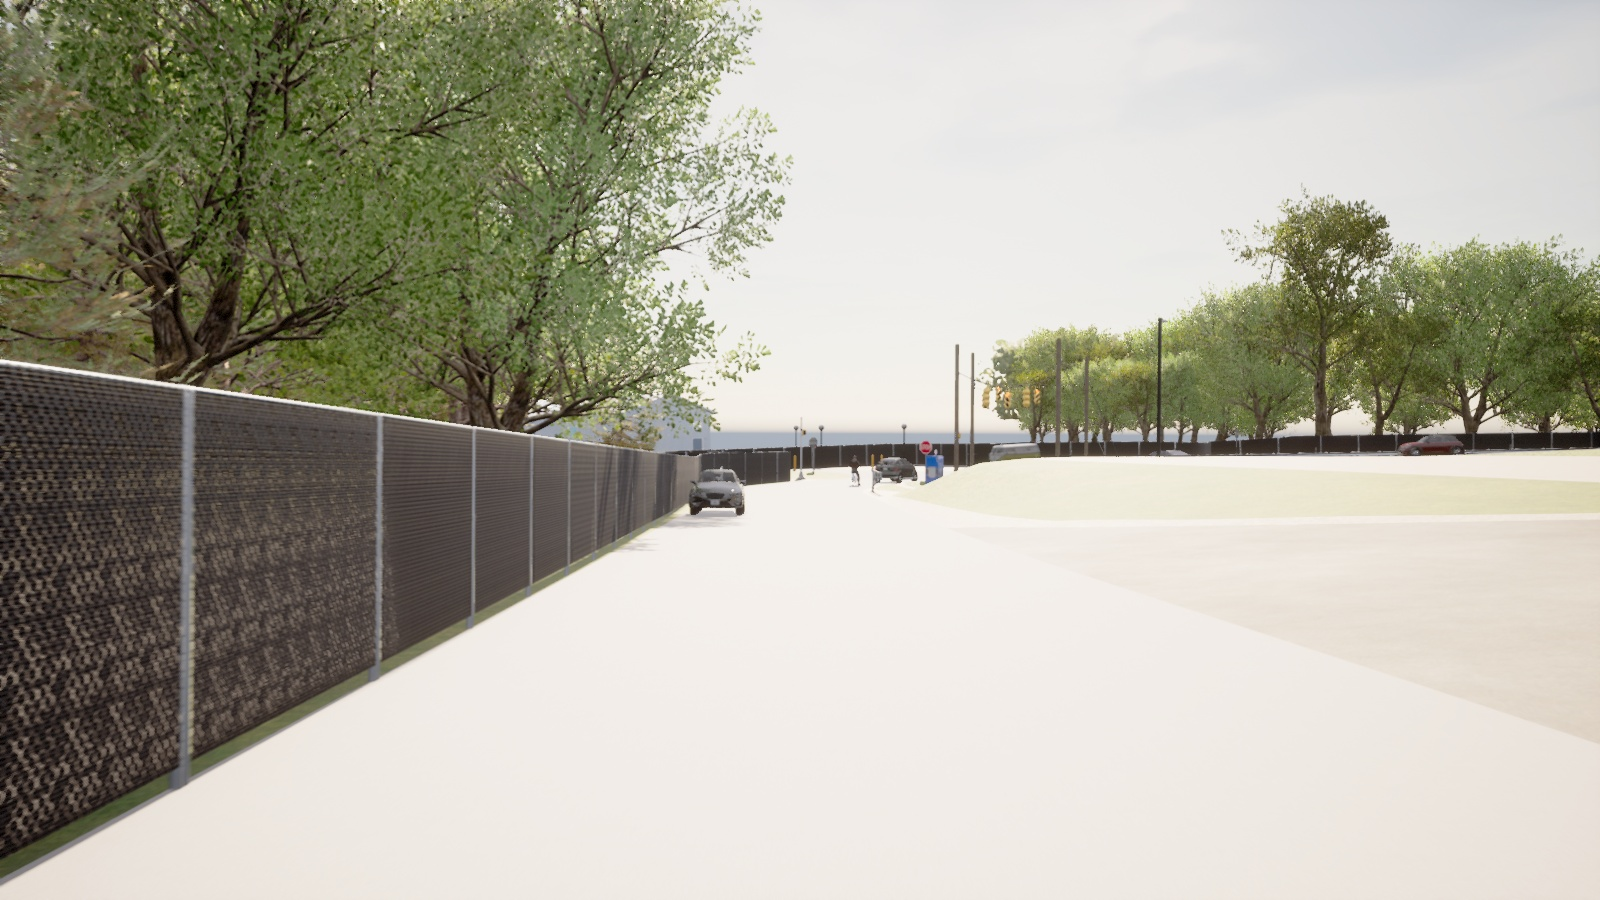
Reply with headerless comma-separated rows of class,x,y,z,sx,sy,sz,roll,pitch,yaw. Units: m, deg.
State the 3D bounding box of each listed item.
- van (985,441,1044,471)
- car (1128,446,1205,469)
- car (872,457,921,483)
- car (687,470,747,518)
van,15.981,0.454,93.569,4.442,1.987,1.775,-4,2,-39
car,25.026,0.533,85.894,2.033,1.411,5.357,-1,-2,-23
car,6.102,1.242,79.218,1.789,1.549,3.705,0,0,27
car,-2.720,1.417,42.002,1.816,1.474,4.193,0,0,-1
